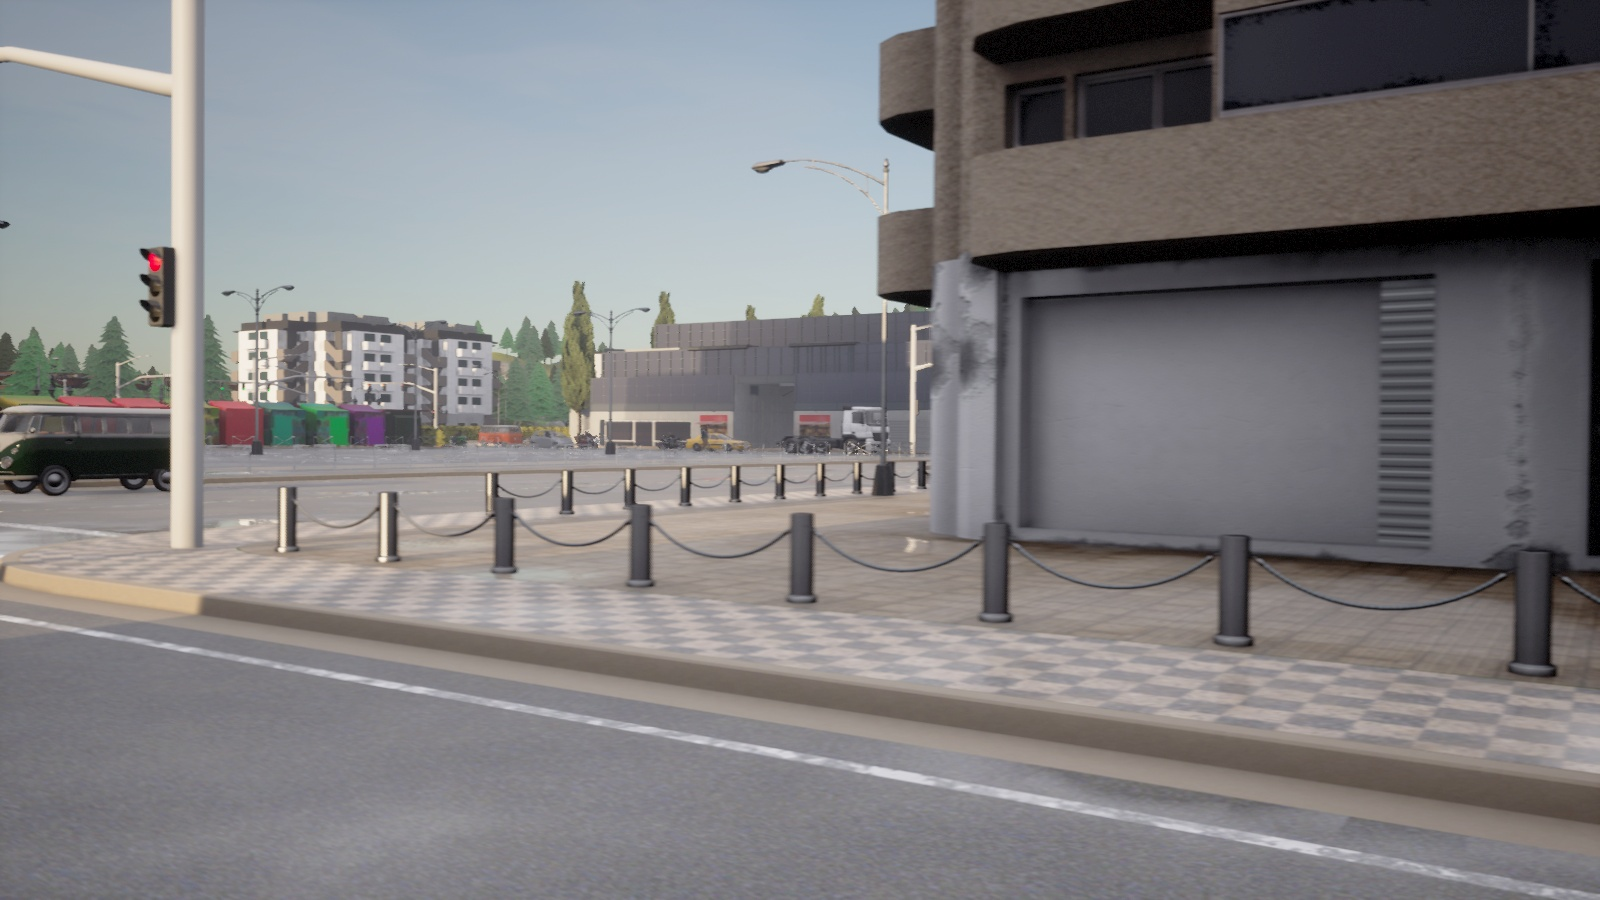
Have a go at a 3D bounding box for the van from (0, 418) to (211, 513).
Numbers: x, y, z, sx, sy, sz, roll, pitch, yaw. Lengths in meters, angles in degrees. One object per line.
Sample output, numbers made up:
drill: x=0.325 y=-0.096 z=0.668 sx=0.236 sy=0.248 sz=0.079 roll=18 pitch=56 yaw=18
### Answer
van: x=-16.143 y=0.291 z=28.836 sx=1.775 sy=1.987 sz=4.442 roll=0 pitch=1 yaw=33

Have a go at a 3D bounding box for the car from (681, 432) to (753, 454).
car: x=-6.218 y=-0.504 z=93.678 sx=5.366 sy=1.575 sz=1.801 roll=0 pitch=1 yaw=35

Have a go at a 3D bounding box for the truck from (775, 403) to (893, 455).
truck: x=2.318 y=-1.421 z=87.716 sx=7.936 sy=3.462 sz=2.891 roll=0 pitch=1 yaw=35
